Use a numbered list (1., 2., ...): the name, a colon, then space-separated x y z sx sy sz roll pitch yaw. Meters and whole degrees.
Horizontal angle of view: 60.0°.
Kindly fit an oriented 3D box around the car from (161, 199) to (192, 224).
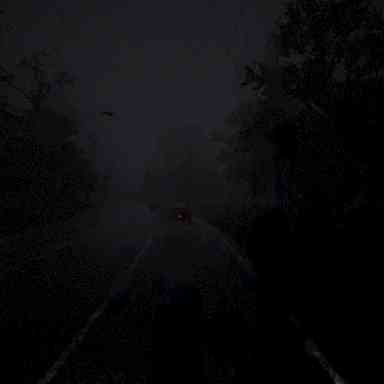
1. car: -1.154 1.537 25.399 1.882 1.535 5.008 1 0 -7

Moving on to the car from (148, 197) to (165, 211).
1. car: -4.277 1.430 41.750 2.097 1.767 4.553 1 0 -14
